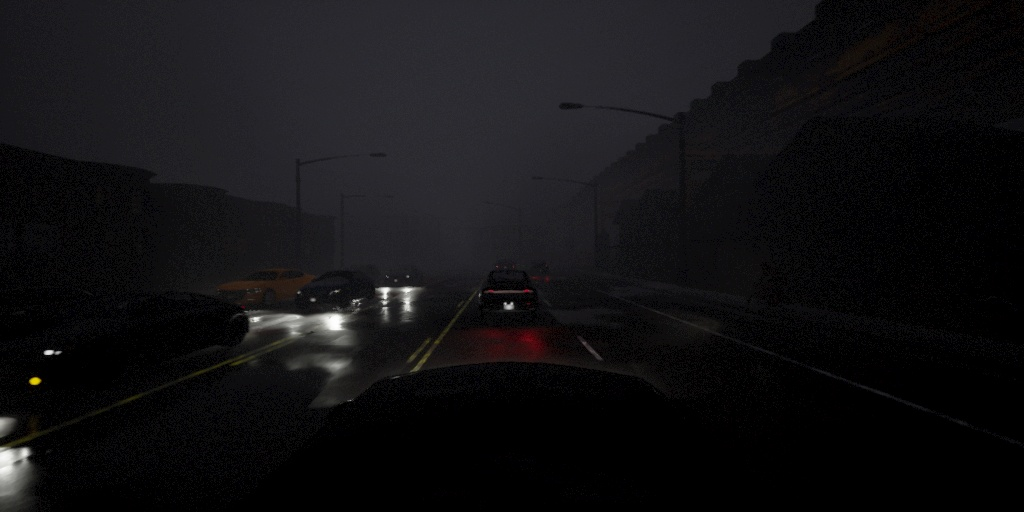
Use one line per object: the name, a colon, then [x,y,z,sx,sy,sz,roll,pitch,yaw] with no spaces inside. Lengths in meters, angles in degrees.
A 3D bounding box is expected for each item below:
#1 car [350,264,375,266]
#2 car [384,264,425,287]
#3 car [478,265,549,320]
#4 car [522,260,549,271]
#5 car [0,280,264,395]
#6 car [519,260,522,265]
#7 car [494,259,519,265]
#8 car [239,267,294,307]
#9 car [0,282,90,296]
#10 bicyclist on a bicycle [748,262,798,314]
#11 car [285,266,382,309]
car: [-11.115,1.335,26.298,1.837,1.490,4.892,0,0,-1]
car: [-7.606,1.328,25.706,1.812,1.442,4.674,0,0,-1]
car: [-0.132,1.238,12.644,2.128,1.511,4.902,0,0,-1]
car: [2.685,1.205,37.764,2.128,1.511,4.902,0,0,-4]
car: [-7.177,1.371,6.779,1.994,1.385,4.181,0,0,-1]
car: [0.803,1.288,49.322,1.994,1.385,4.181,0,0,-19]
car: [-0.716,1.093,36.375,2.097,1.767,4.553,-1,0,-3]
car: [-10.896,1.311,16.307,1.882,1.535,5.008,0,0,-1]
car: [-10.687,1.340,7.143,1.837,1.490,4.892,0,0,-1]
bicyclist on a bicycle: [8.251,1.007,11.395,1.656,1.620,0.582,-6,0,-1]
car: [-7.376,1.331,15.527,1.812,1.442,4.674,0,0,-1]
